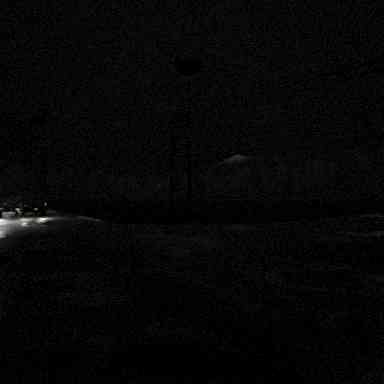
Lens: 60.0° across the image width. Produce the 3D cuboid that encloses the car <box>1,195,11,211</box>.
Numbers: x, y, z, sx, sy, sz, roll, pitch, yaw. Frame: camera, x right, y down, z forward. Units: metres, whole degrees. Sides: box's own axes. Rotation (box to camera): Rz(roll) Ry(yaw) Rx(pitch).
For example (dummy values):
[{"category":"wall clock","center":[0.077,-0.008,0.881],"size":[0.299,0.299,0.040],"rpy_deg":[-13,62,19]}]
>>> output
[{"category":"car","center":[-21.610,1.467,40.551],"size":[1.882,1.535,5.008],"rpy_deg":[0,0,-36]}]

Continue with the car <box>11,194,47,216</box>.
[{"category":"car","center":[-15.806,1.212,32.518],"size":[2.150,2.045,5.566],"rpy_deg":[0,0,-36]}]

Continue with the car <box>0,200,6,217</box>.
[{"category":"car","center":[-18.479,1.595,30.236],"size":[1.895,1.301,4.718],"rpy_deg":[0,0,-36]}]

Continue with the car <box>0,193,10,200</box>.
[{"category":"car","center":[-28.287,1.212,49.820],"size":[2.150,2.045,5.566],"rpy_deg":[0,0,-35]}]
